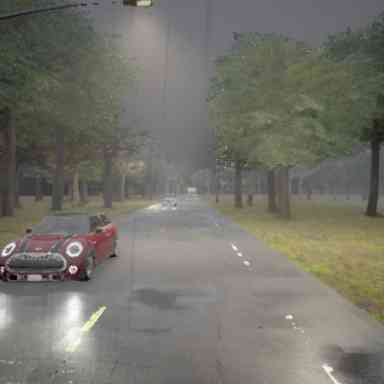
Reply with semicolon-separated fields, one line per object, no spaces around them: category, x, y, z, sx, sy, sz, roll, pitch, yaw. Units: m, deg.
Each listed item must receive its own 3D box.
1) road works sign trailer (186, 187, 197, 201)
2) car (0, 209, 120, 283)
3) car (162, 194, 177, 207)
road works sign trailer;-0.012;0.512;85.549;2.380;3.560;2.880;0;0;0
car;-3.603;1.375;9.857;2.097;1.767;4.553;0;0;0
car;-3.561;1.311;53.087;2.150;2.045;5.566;0;0;1
